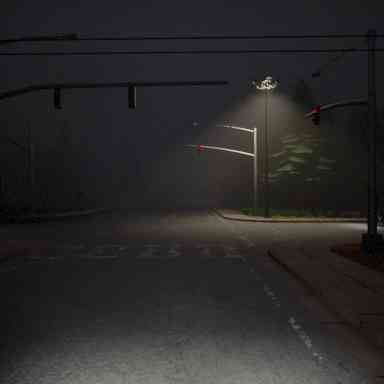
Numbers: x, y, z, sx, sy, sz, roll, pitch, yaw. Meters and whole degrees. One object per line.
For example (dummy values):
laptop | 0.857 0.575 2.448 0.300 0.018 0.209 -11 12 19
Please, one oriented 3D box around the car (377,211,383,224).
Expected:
car | 14.895 1.513 22.079 4.892 1.490 1.837 0 0 1
